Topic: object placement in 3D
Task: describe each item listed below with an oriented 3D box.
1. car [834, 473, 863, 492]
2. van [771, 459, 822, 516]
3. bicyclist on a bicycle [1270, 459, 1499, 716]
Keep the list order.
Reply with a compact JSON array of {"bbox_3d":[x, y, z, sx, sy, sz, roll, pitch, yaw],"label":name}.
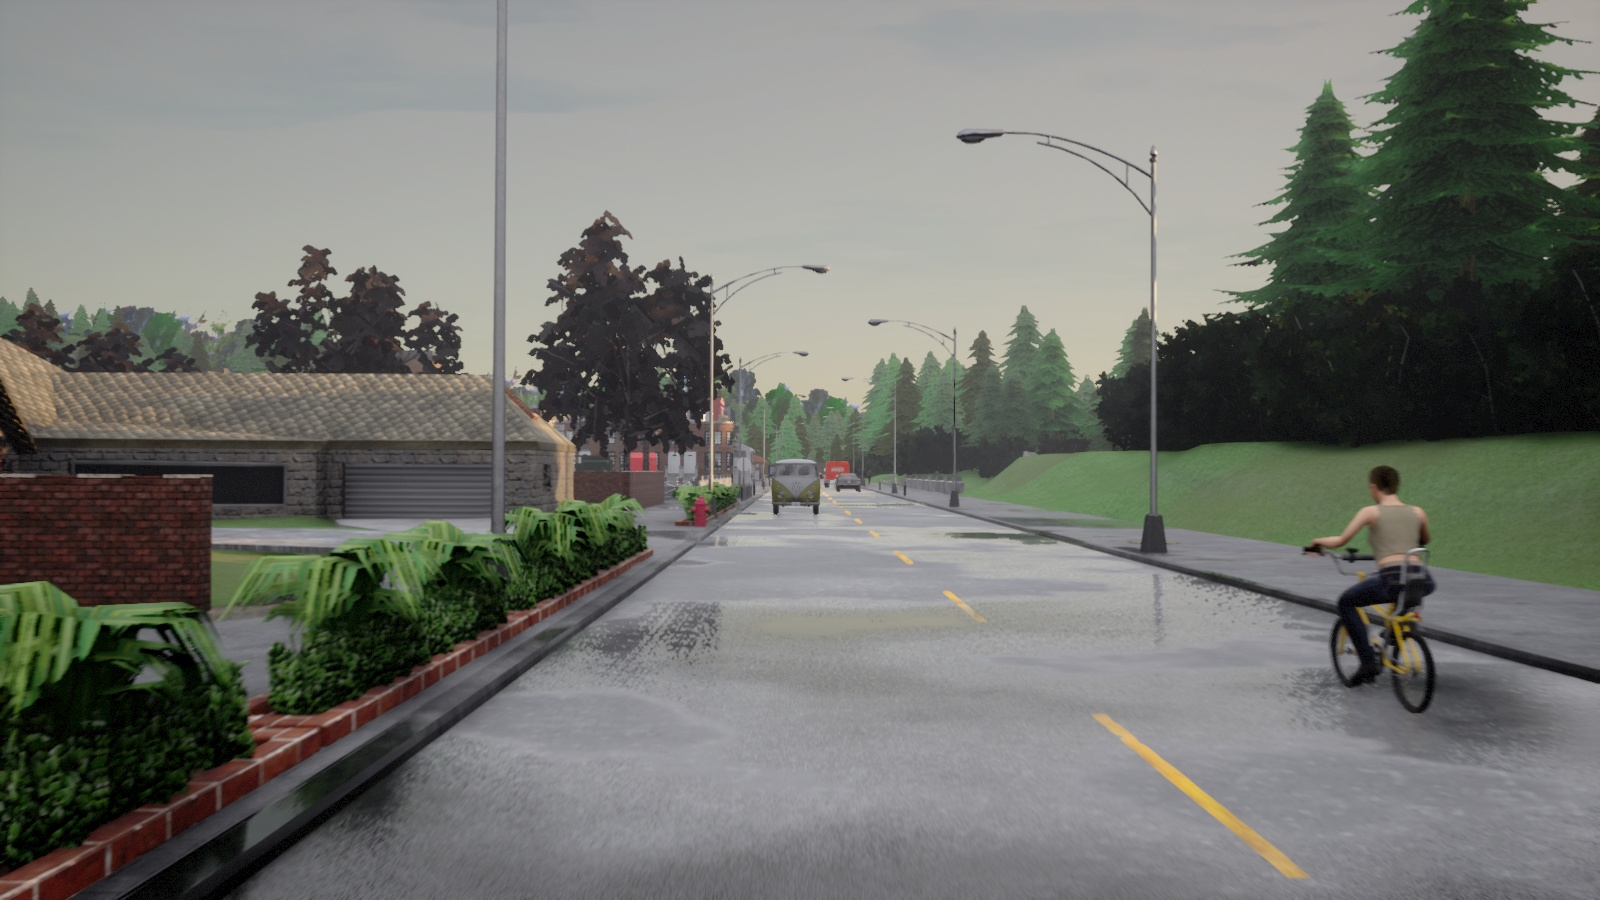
[{"bbox_3d":[3.695,2.473,97.097,2.033,1.411,5.357,0,-1,0],"label":"car"},{"bbox_3d":[-0.136,1.338,46.003,1.775,1.987,4.442,0,-1,0],"label":"van"},{"bbox_3d":[3.974,0.881,8.691,0.866,1.612,1.509,0,-1,0],"label":"bicyclist on a bicycle"}]
